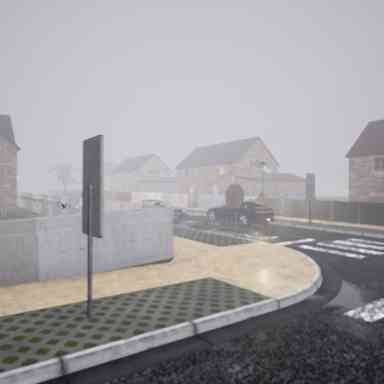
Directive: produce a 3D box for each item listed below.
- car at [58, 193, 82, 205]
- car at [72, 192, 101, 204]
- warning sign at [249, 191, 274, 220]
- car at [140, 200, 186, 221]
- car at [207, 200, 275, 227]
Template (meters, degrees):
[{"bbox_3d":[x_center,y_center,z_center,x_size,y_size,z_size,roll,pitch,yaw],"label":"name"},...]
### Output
[{"bbox_3d":[-15.340,0.856,40.981,1.895,1.301,4.718,0,1,-35],"label":"car"},{"bbox_3d":[-14.024,0.795,44.048,2.033,1.411,5.357,0,1,-35],"label":"car"},{"bbox_3d":[4.645,0.859,22.289,1.300,1.860,1.060,-1,1,-36],"label":"warning sign"},{"bbox_3d":[-2.369,1.229,22.874,1.895,1.301,4.718,0,1,-36],"label":"car"},{"bbox_3d":[2.893,1.240,20.650,1.837,1.490,4.892,1,1,-36],"label":"car"}]
